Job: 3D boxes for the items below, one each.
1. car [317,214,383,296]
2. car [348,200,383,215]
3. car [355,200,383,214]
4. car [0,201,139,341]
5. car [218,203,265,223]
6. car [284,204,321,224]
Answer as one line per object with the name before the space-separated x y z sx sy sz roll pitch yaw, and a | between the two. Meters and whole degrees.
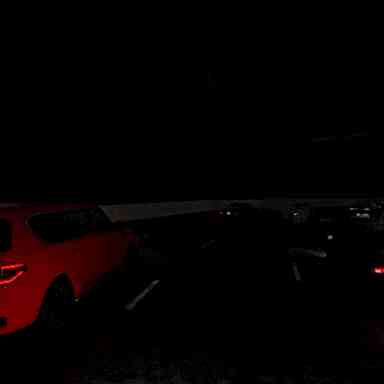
car | 4.770 1.561 8.623 2.033 1.411 5.357 0 0 13
car | 14.295 1.530 27.403 2.128 1.511 4.902 0 0 39
car | 20.503 1.622 37.707 4.181 1.385 1.994 0 0 -36
car | -2.823 1.195 6.719 2.150 2.045 5.566 0 0 8
car | 3.834 1.530 25.214 2.033 1.411 5.357 0 0 31
car | 8.480 1.573 25.340 1.994 1.385 4.181 0 0 33
